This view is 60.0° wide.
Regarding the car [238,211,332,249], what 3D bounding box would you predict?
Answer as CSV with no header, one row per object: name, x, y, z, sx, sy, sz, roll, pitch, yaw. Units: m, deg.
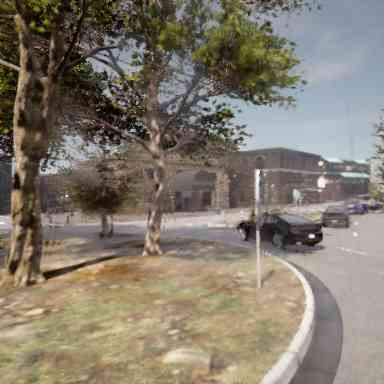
car,4.049,1.749,16.142,1.882,1.535,5.008,1,-2,-22

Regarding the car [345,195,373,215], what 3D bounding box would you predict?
car,17.819,1.506,36.261,2.097,1.767,4.553,-2,0,37

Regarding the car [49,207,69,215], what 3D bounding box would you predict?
car,-24.765,3.486,62.118,2.128,1.511,4.902,-1,-2,8

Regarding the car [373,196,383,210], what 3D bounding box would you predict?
car,23.705,1.632,43.673,1.895,1.301,4.718,-2,0,41

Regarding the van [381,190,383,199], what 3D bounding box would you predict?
van,47.926,0.588,81.106,4.442,1.987,1.878,-1,0,-40

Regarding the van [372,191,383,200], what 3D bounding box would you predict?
van,43.789,0.711,77.425,4.442,1.987,1.878,-2,0,-41

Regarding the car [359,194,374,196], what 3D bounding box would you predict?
car,35.833,1.200,69.911,5.008,1.535,2.097,-2,0,-44

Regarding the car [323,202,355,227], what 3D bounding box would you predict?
car,11.038,1.773,25.234,1.837,1.490,4.892,-1,0,28

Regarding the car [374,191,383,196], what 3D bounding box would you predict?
car,30.417,1.086,51.410,2.150,2.045,5.566,-2,0,42

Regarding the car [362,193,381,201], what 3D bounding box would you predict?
car,39.786,1.101,73.723,4.792,1.488,2.163,-2,0,-43
